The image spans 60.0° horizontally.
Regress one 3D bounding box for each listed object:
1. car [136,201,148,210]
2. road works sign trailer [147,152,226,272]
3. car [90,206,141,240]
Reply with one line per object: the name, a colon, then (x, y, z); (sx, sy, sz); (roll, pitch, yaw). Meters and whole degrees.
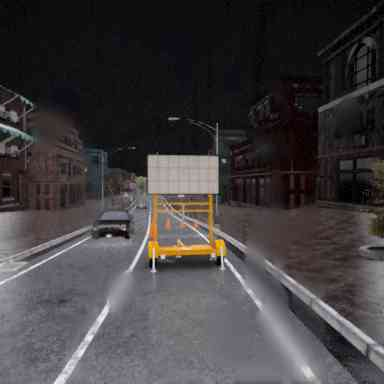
car: (-9.211, 2.405, 61.070); (2.128, 1.511, 4.902); (0, 1, -7)
road works sign trailer: (-0.301, 0.497, 10.956); (2.380, 3.560, 2.880); (0, -1, -9)
car: (-4.093, 1.700, 18.046); (2.033, 1.411, 5.357); (0, -1, -6)
